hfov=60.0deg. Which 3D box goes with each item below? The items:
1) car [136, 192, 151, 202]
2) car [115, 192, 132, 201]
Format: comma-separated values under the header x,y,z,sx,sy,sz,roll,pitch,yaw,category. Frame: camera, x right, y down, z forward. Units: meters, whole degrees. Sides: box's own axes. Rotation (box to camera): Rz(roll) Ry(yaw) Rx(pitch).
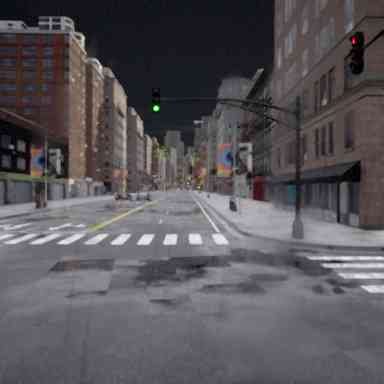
x,y,z,sx,sy,sz,roll,pitch,yaw,category
-7.412,0.703,51.494,1.812,1.442,4.674,0,1,0,car
-10.666,0.726,51.848,1.994,1.385,4.181,0,1,0,car
